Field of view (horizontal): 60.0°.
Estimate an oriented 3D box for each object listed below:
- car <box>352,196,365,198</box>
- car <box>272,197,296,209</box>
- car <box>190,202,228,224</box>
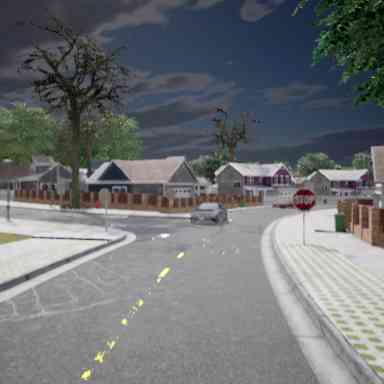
[{"bbox_3d":[30.447,1.480,61.428,4.553,1.767,2.097,1,0,-34],"label":"car"},{"bbox_3d":[12.354,1.481,44.359,1.882,1.535,5.008,1,1,37],"label":"car"},{"bbox_3d":[1.296,1.462,23.428,1.812,1.442,4.674,0,-1,18],"label":"car"}]
